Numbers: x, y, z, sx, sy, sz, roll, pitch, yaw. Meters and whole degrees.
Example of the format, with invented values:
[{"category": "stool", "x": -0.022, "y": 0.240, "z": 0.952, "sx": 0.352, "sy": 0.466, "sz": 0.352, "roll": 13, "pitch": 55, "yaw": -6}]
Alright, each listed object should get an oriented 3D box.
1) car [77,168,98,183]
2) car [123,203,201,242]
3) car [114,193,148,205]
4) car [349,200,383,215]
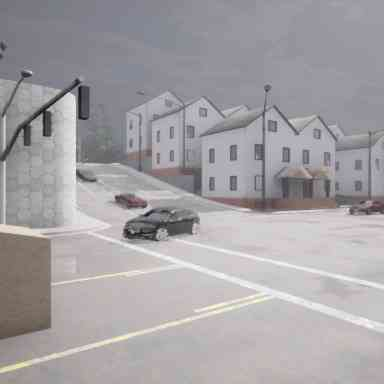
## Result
[{"category": "car", "x": -14.517, "y": -2.349, "z": 45.941, "sx": 1.837, "sy": 1.490, "sz": 4.892, "roll": 0, "pitch": 15, "yaw": -34}, {"category": "car", "x": -1.305, "y": 1.505, "z": 16.571, "sx": 1.837, "sy": 1.490, "sz": 4.892, "roll": 4, "pitch": 2, "yaw": 31}, {"category": "car", "x": -6.249, "y": 0.832, "z": 33.913, "sx": 1.895, "sy": 1.301, "sz": 4.718, "roll": 0, "pitch": 8, "yaw": -35}, {"category": "car", "x": 17.887, "y": 1.526, "z": 33.751, "sx": 4.674, "sy": 1.442, "sz": 1.812, "roll": 0, "pitch": 0, "yaw": -35}]
